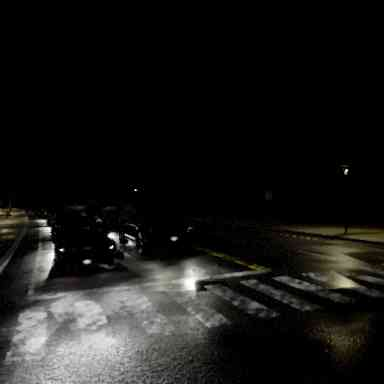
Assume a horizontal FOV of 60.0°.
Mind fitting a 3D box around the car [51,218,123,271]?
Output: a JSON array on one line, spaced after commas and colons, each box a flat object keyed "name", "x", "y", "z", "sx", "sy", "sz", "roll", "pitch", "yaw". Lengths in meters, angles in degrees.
[{"name": "car", "x": -4.023, "y": 1.854, "z": 12.179, "sx": 1.895, "sy": 1.301, "sz": 4.718, "roll": 0, "pitch": -1, "yaw": -23}]

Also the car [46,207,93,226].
[{"name": "car", "x": -7.714, "y": 1.924, "z": 20.625, "sx": 2.128, "sy": 1.511, "sz": 4.902, "roll": 0, "pitch": -1, "yaw": -24}]

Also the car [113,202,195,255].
[{"name": "car", "x": -1.847, "y": 1.496, "z": 15.284, "sx": 2.150, "sy": 2.045, "sz": 5.566, "roll": 0, "pitch": -1, "yaw": -25}]

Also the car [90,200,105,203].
[{"name": "car", "x": -17.955, "y": 2.449, "z": 63.259, "sx": 2.150, "sy": 2.045, "sz": 5.566, "roll": 0, "pitch": -1, "yaw": -30}]

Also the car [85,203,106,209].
[{"name": "car", "x": -9.996, "y": 2.166, "z": 33.294, "sx": 1.837, "sy": 1.490, "sz": 4.892, "roll": 0, "pitch": -1, "yaw": -26}]

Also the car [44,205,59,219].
[{"name": "car", "x": -11.782, "y": 2.148, "z": 29.463, "sx": 1.812, "sy": 1.442, "sz": 4.674, "roll": 0, "pitch": -1, "yaw": -25}]

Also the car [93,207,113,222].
[{"name": "car", "x": -5.634, "y": 2.023, "z": 23.896, "sx": 1.994, "sy": 1.385, "sz": 4.181, "roll": 0, "pitch": -1, "yaw": -25}]

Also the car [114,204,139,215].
[{"name": "car", "x": -9.320, "y": 2.422, "z": 47.043, "sx": 2.033, "sy": 1.411, "sz": 5.357, "roll": 0, "pitch": -1, "yaw": -27}]
